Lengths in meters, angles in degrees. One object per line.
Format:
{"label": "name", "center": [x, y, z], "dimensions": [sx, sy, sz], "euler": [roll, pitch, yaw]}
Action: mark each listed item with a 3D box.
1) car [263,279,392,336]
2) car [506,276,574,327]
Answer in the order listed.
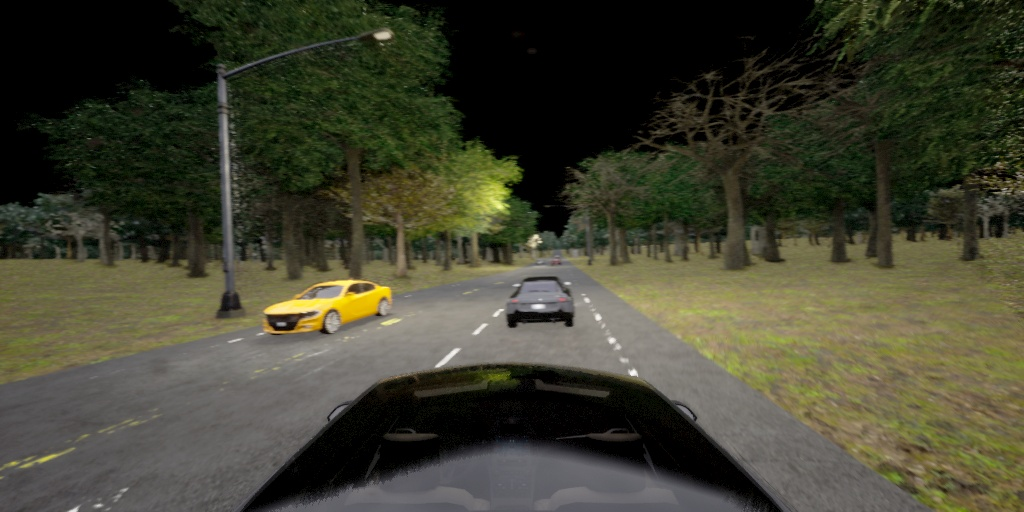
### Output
{"label": "car", "center": [-5.983, 1.598, 12.288], "dimensions": [1.882, 1.535, 5.008], "euler": [-3, 0, 8]}
{"label": "car", "center": [0.986, 1.358, 11.800], "dimensions": [1.994, 1.385, 4.181], "euler": [-3, 0, 8]}
